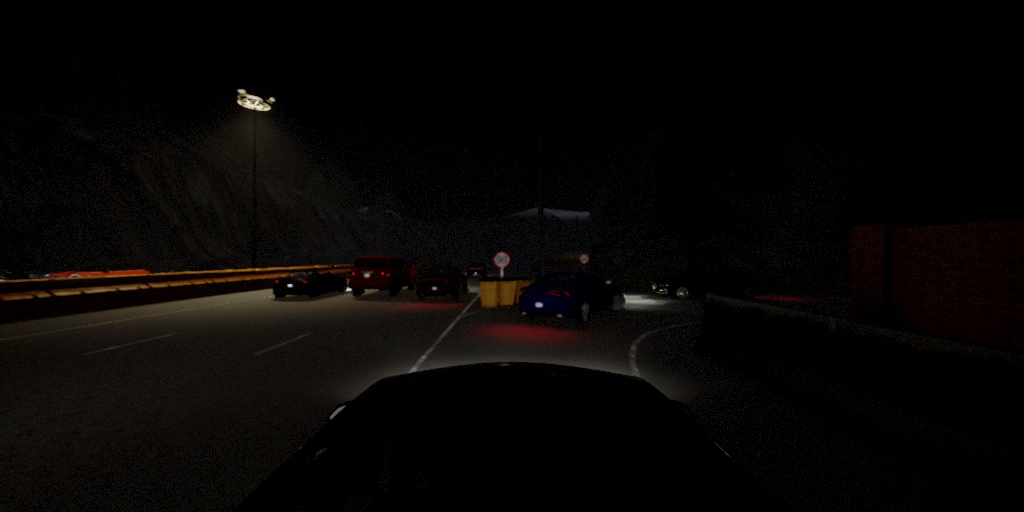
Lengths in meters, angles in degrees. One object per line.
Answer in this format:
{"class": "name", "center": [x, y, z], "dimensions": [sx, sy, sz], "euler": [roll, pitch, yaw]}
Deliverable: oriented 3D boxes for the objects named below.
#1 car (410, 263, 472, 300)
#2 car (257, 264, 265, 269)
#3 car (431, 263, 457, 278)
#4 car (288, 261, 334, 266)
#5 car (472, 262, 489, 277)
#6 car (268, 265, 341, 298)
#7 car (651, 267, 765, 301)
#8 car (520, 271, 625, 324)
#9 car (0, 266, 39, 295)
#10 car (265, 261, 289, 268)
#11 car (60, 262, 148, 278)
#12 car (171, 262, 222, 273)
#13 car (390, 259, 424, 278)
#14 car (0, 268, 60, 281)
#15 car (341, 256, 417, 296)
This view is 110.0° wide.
{"class": "car", "center": [-3.400, 1.273, 18.208], "dimensions": [1.882, 1.535, 5.008], "euler": [0, 0, 0]}
{"class": "car", "center": [-28.152, 1.425, 42.265], "dimensions": [1.994, 1.385, 4.181], "euler": [0, 0, 0]}
{"class": "car", "center": [-6.930, 1.410, 36.938], "dimensions": [1.994, 1.385, 4.181], "euler": [0, 0, 0]}
{"class": "car", "center": [-21.131, 1.413, 37.960], "dimensions": [1.994, 1.385, 4.181], "euler": [0, 0, 0]}
{"class": "car", "center": [-3.425, 1.349, 36.330], "dimensions": [1.837, 1.490, 4.892], "euler": [0, 0, 0]}
{"class": "car", "center": [-10.400, 1.361, 18.802], "dimensions": [1.994, 1.385, 4.181], "euler": [0, 0, 0]}
{"class": "car", "center": [9.195, 1.278, 17.025], "dimensions": [4.892, 1.490, 1.837], "euler": [0, 0, 2]}
{"class": "car", "center": [2.186, 1.257, 12.312], "dimensions": [1.882, 1.535, 5.008], "euler": [-2, -2, 34]}
{"class": "car", "center": [-28.101, 1.301, 18.159], "dimensions": [1.837, 1.490, 4.892], "euler": [0, -1, 0]}
{"class": "car", "center": [-24.640, 1.416, 39.614], "dimensions": [1.994, 1.385, 4.181], "euler": [0, 0, 0]}
{"class": "car", "center": [-24.599, 1.154, 21.354], "dimensions": [2.097, 1.767, 4.553], "euler": [0, 0, 0]}
{"class": "car", "center": [-31.619, 1.370, 36.108], "dimensions": [1.812, 1.442, 4.674], "euler": [0, 0, 0]}
{"class": "car", "center": [-10.425, 1.195, 35.957], "dimensions": [2.097, 1.767, 4.553], "euler": [0, 0, 0]}
{"class": "car", "center": [-21.102, 1.329, 13.156], "dimensions": [2.033, 1.411, 5.357], "euler": [0, 0, 0]}
{"class": "car", "center": [-6.900, 1.021, 19.735], "dimensions": [2.150, 2.045, 5.566], "euler": [0, 0, 0]}
